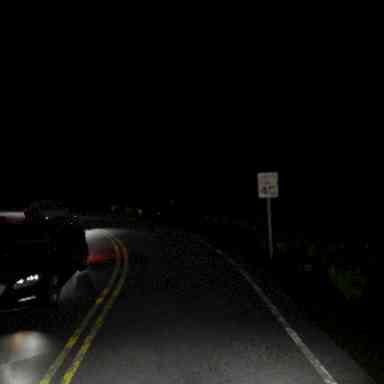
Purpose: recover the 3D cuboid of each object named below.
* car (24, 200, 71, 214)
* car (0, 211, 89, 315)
[{"bbox_3d":[-8.002,1.182,18.647,1.812,1.442,4.674,-2,4,-41],"label":"car"},{"bbox_3d":[-3.780,1.531,7.972,2.128,1.511,4.902,-2,2,-6],"label":"car"}]
